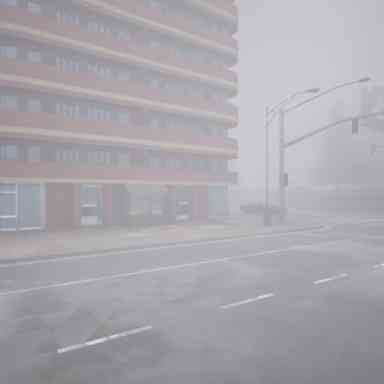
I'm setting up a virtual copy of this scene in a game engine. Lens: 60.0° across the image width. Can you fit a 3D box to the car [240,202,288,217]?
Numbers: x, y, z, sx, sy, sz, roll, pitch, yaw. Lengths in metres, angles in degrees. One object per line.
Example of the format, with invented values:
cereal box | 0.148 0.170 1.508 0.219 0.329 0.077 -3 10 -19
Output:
car | 6.899 1.601 32.083 1.895 1.301 4.718 0 0 -36
